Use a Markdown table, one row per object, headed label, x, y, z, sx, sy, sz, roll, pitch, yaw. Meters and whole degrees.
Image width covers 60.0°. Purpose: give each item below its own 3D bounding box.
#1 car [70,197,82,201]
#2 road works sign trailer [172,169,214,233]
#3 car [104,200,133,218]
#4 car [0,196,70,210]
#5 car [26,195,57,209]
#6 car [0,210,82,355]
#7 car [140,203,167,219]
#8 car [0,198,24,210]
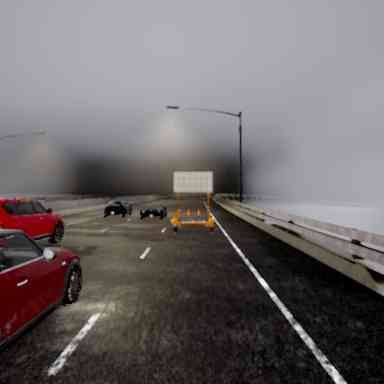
| label | x | y | z | sx | sy | sz | roll | pitch | yaw |
| --- | --- | --- | --- | --- | --- | --- | --- | --- | --- |
| car | -17.145 | 1.525 | 48.199 | 1.837 | 1.490 | 4.892 | 0 | -1 | 1 |
| road works sign trailer | 0.067 | 0.472 | 19.506 | 2.380 | 3.560 | 2.880 | 0 | 0 | 0 |
| car | -6.722 | 1.517 | 30.712 | 1.837 | 1.490 | 4.892 | 0 | 0 | 1 |
| car | -6.866 | 1.227 | 12.676 | 2.150 | 2.045 | 5.566 | 0 | 0 | 0 |
| car | -20.684 | 1.370 | 45.956 | 2.097 | 1.767 | 4.553 | 0 | 0 | 1 |
| car | -3.389 | 1.354 | 5.246 | 2.097 | 1.767 | 4.553 | 0 | 0 | 0 |
| car | -3.241 | 1.612 | 29.001 | 1.895 | 1.301 | 4.718 | 0 | 0 | 1 |
| car | -24.231 | 1.524 | 43.722 | 1.837 | 1.490 | 4.892 | 0 | 0 | 1 |
